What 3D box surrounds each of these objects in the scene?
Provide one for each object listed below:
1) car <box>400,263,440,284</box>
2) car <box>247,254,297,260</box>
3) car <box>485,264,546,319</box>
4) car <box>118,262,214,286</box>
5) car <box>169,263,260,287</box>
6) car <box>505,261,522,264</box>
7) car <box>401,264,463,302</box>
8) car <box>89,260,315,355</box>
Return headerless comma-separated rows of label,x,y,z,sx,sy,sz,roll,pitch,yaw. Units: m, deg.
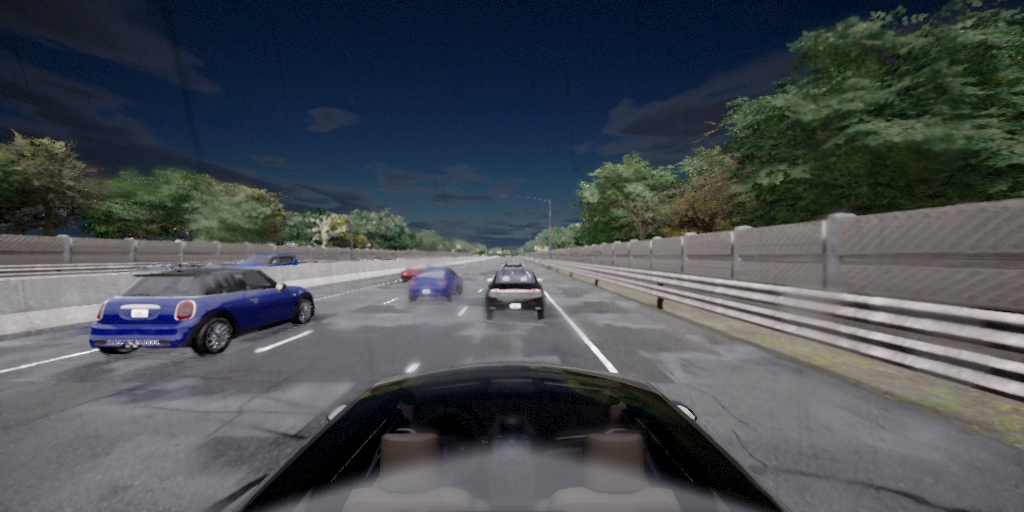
car,-6.895,1.274,27.397,1.895,1.301,4.718,0,0,0
car,-17.496,0.896,25.612,2.150,2.045,5.566,0,0,0
car,0.102,1.207,12.676,2.128,1.511,4.902,0,0,0
car,-24.496,1.211,25.693,2.128,1.511,4.902,0,0,0
car,-20.996,1.282,25.692,2.033,1.411,5.357,0,0,0
car,0.106,1.154,31.547,2.128,1.511,4.902,0,0,0
car,-3.396,1.229,16.503,1.812,1.442,4.674,0,0,0
car,-6.899,1.079,8.772,2.097,1.767,4.553,0,0,0
